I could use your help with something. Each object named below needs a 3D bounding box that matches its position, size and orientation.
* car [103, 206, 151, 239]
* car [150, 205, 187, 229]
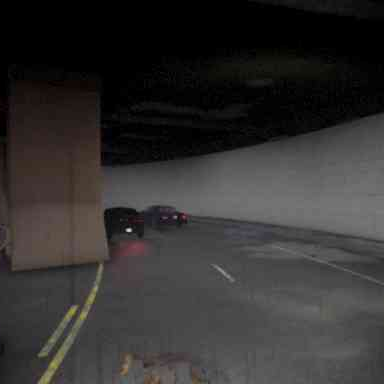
[{"bbox_3d":[-3.937,1.557,17.867,1.837,1.490,4.892,0,0,-24],"label":"car"},{"bbox_3d":[-2.252,1.600,22.428,2.033,1.411,5.357,0,0,-29],"label":"car"}]
